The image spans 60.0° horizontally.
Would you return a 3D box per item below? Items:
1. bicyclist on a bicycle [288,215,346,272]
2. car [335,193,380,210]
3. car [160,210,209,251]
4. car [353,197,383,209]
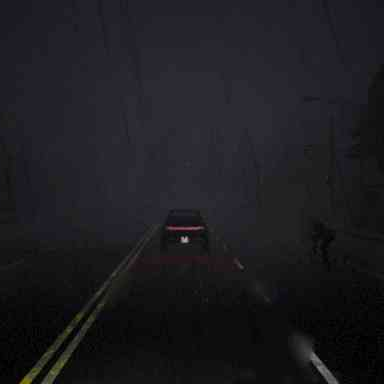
[{"bbox_3d":[3.497,1.453,9.312,1.656,1.620,0.582,-2,0,-2],"label":"bicyclist on a bicycle"},{"bbox_3d":[21.116,1.166,42.344,5.566,2.045,2.150,0,0,-2],"label":"car"},{"bbox_3d":[-0.325,1.491,14.102,2.128,1.511,4.902,0,0,-2],"label":"car"},{"bbox_3d":[21.902,1.545,38.869,4.718,1.301,1.895,0,0,-2],"label":"car"}]
